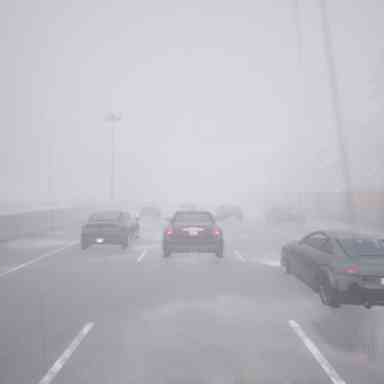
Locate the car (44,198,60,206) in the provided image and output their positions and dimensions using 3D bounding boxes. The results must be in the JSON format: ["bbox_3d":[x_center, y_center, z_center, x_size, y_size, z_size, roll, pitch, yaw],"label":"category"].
[{"bbox_3d":[-25.711,1.840,62.144,2.033,1.411,5.357,0,0,-1],"label":"car"}]

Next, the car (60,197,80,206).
[{"bbox_3d":[-22.211,1.778,62.164,2.128,1.511,4.902,0,0,-1],"label":"car"}]

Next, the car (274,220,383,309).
[{"bbox_3d":[3.576,1.600,8.031,1.994,1.385,4.181,0,0,0],"label":"car"}]

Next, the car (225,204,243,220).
[{"bbox_3d":[3.187,1.731,29.107,1.895,1.301,4.718,0,0,-1],"label":"car"}]

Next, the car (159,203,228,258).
[{"bbox_3d":[0.015,1.412,13.247,2.097,1.767,4.553,0,0,-1],"label":"car"}]

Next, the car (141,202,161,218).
[{"bbox_3d":[-3.890,1.668,31.692,1.812,1.442,4.674,0,0,-2],"label":"car"}]

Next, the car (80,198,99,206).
[{"bbox_3d":[-18.713,1.831,62.311,2.033,1.411,5.357,0,0,-1],"label":"car"}]

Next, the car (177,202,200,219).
[{"bbox_3d":[-0.367,1.704,31.272,1.994,1.385,4.181,0,0,-1],"label":"car"}]

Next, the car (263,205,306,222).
[{"bbox_3d":[6.790,1.659,24.867,2.033,1.411,5.357,0,0,-1],"label":"car"}]

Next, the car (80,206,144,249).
[{"bbox_3d":[-3.510,1.572,14.916,1.837,1.490,4.892,0,0,-1],"label":"car"}]

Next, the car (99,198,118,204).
[{"bbox_3d":[-15.214,1.831,62.395,2.033,1.411,5.357,0,0,-1],"label":"car"}]
